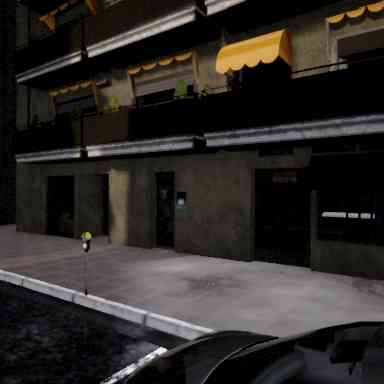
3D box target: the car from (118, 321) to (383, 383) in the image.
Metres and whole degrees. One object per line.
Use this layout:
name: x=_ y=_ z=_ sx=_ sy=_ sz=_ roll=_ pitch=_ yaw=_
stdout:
car: x=1.282 y=1.565 z=1.951 sx=4.313 sy=1.339 sz=1.947 roll=0 pitch=0 yaw=36
